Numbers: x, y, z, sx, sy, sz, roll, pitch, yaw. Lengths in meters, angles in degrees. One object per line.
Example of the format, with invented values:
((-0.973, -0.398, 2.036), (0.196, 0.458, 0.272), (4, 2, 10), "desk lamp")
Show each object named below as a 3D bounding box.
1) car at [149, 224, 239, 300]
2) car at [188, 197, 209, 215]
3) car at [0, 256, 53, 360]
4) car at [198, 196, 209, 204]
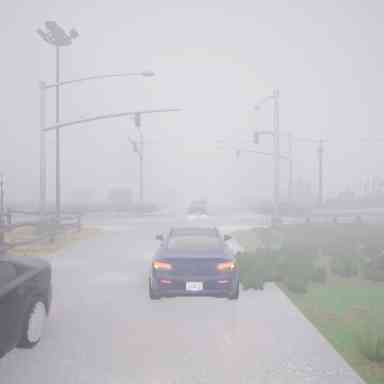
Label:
((0.044, 1.526, 8.271), (1.812, 1.442, 4.674), (0, 0, 0), "car")
((0.747, 1.515, 34.052), (2.033, 1.411, 5.357), (0, 0, 5), "car")
((-3.201, 1.477, 3.433), (1.882, 1.535, 5.008), (0, 0, 0), "car")
((2.348, 1.512, 65.312), (2.033, 1.411, 5.357), (0, 0, 3), "car")
